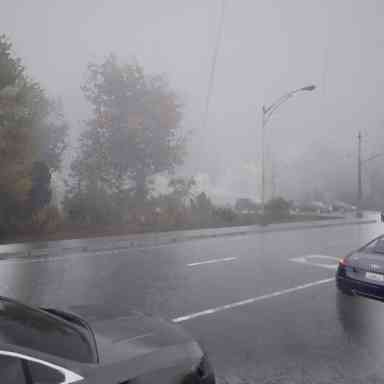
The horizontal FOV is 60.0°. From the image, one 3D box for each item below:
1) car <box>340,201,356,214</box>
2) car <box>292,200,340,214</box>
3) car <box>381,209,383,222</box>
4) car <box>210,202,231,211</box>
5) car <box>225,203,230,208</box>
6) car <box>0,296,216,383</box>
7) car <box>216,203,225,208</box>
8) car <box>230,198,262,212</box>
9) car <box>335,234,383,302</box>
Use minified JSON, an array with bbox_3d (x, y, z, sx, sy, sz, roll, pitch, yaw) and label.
[{"bbox_3d":[16.713,1.741,39.052,2.128,1.511,4.902,0,-2,-34],"label":"car"},{"bbox_3d":[13.534,1.741,37.550,2.128,1.511,4.902,0,-2,-32],"label":"car"},{"bbox_3d":[15.516,1.286,23.126,5.566,2.045,2.150,0,0,-32],"label":"car"},{"bbox_3d":[5.913,3.090,69.689,2.097,1.767,4.553,0,-3,-32],"label":"car"},{"bbox_3d":[6.445,2.564,55.367,2.128,1.511,4.902,0,-3,-32],"label":"car"},{"bbox_3d":[-2.033,1.505,2.297,4.892,1.490,1.837,0,0,-36],"label":"car"},{"bbox_3d":[2.792,2.480,54.602,2.097,1.767,4.553,0,-3,-32],"label":"car"},{"bbox_3d":[8.235,1.831,45.953,2.150,2.045,5.566,0,-3,-32],"label":"car"},{"bbox_3d":[5.112,1.574,7.402,4.181,1.385,1.994,0,0,-34],"label":"car"}]
